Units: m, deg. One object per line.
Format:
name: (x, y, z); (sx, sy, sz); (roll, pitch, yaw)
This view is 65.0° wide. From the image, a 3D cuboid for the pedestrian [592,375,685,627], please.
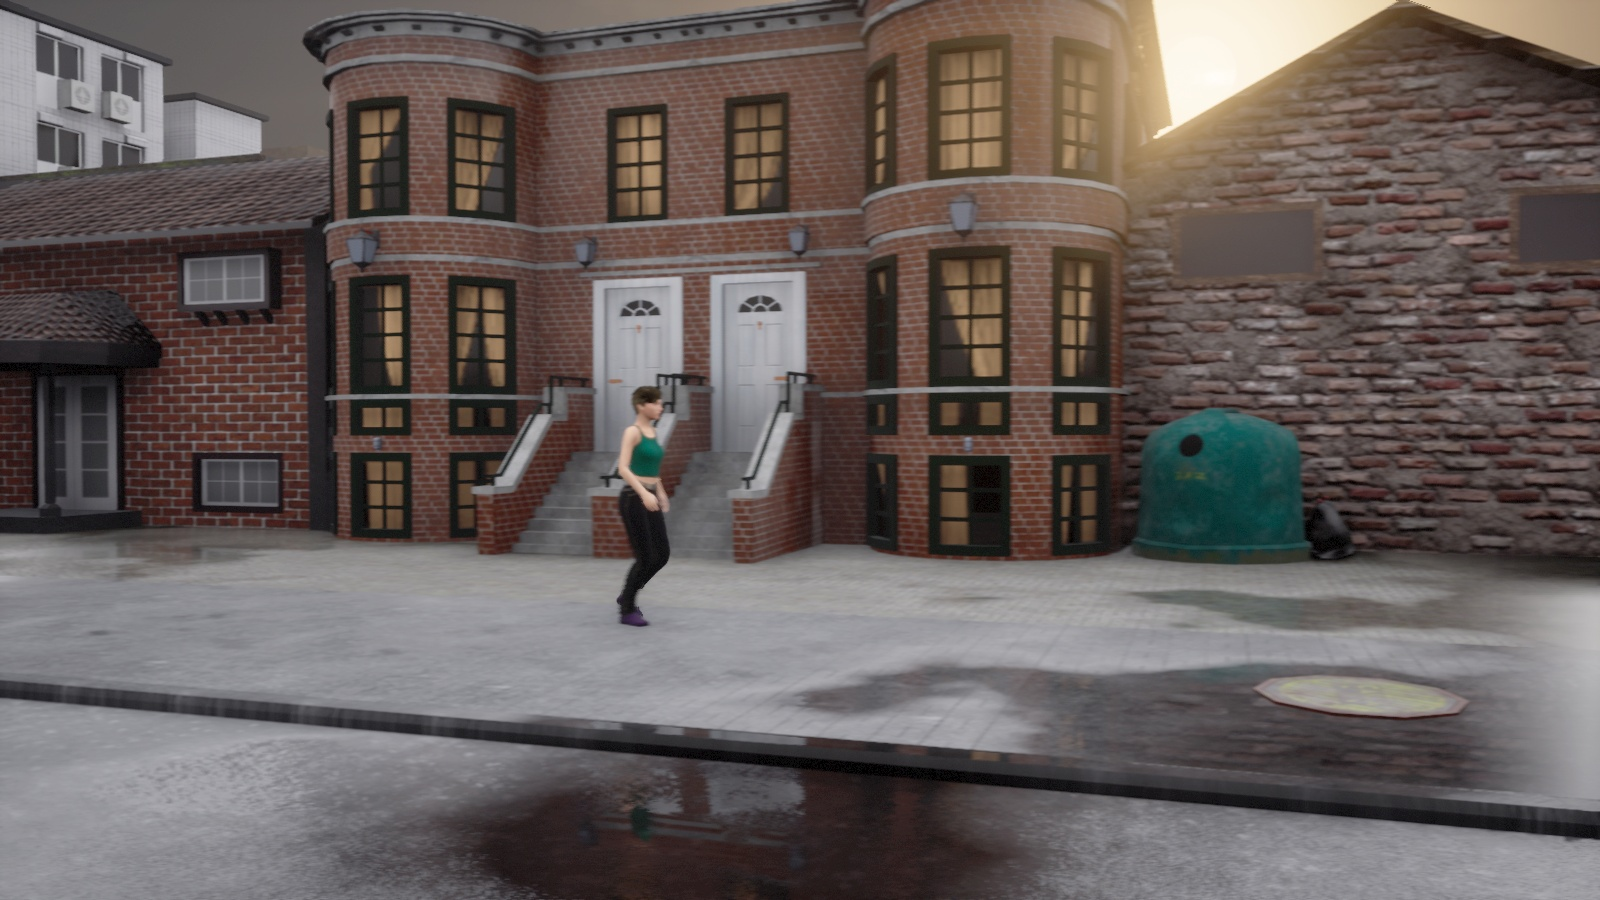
pedestrian: (-1.214, 0.368, 9.436); (0.594, 1.836, 0.345); (1, 1, 22)
